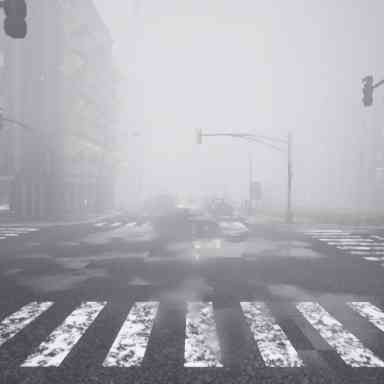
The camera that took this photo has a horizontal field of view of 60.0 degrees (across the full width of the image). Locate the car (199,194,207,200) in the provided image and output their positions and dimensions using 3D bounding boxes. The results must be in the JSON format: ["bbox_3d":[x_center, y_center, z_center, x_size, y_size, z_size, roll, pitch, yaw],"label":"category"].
[{"bbox_3d":[2.756,1.313,86.409,1.967,1.590,4.097,-1,0,0],"label":"car"}]

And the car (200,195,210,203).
[{"bbox_3d":[2.711,1.353,69.472,1.967,1.590,4.097,-1,0,0],"label":"car"}]

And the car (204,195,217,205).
[{"bbox_3d":[2.676,1.410,35.597,1.967,1.590,4.097,-1,0,0],"label":"car"}]

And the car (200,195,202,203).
[{"bbox_3d":[2.691,1.490,52.535,1.887,1.381,4.507,-1,0,0],"label":"car"}]

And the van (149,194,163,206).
[{"bbox_3d":[-5.659,1.286,52.508,1.690,1.788,3.998,-1,0,0],"label":"van"}]

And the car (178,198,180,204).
[{"bbox_3d":[-3.030,1.418,55.215,1.882,1.535,5.008,0,0,0],"label":"car"}]

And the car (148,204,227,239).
[{"bbox_3d":[-0.391,1.554,17.514,1.994,1.385,4.181,0,0,-33],"label":"car"}]

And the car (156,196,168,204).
[{"bbox_3d":[-5.646,1.470,63.800,1.887,1.381,4.507,-1,0,0],"label":"car"}]

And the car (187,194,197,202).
[{"bbox_3d":[0.089,1.264,70.979,2.097,1.767,4.553,0,0,0],"label":"car"}]

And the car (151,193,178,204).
[{"bbox_3d":[-3.068,1.186,38.558,2.150,2.045,5.566,0,0,0],"label":"car"}]

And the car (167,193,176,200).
[{"bbox_3d":[-5.625,1.173,92.032,2.192,1.841,5.009,-1,0,0],"label":"car"}]

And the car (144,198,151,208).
[{"bbox_3d":[-5.660,1.520,46.863,1.947,1.339,4.313,-1,0,0],"label":"car"}]

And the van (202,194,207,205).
[{"bbox_3d":[2.684,1.295,46.889,1.690,1.788,3.998,-1,0,0],"label":"van"}]

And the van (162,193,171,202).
[{"bbox_3d":[-5.639,1.242,75.094,1.690,1.788,3.998,-1,0,0],"label":"van"}]

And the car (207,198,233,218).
[{"bbox_3d":[2.672,1.522,29.951,1.887,1.381,4.507,-1,0,0],"label":"car"}]

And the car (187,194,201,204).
[{"bbox_3d":[0.153,1.479,60.352,2.033,1.411,5.357,0,0,0],"label":"car"}]
